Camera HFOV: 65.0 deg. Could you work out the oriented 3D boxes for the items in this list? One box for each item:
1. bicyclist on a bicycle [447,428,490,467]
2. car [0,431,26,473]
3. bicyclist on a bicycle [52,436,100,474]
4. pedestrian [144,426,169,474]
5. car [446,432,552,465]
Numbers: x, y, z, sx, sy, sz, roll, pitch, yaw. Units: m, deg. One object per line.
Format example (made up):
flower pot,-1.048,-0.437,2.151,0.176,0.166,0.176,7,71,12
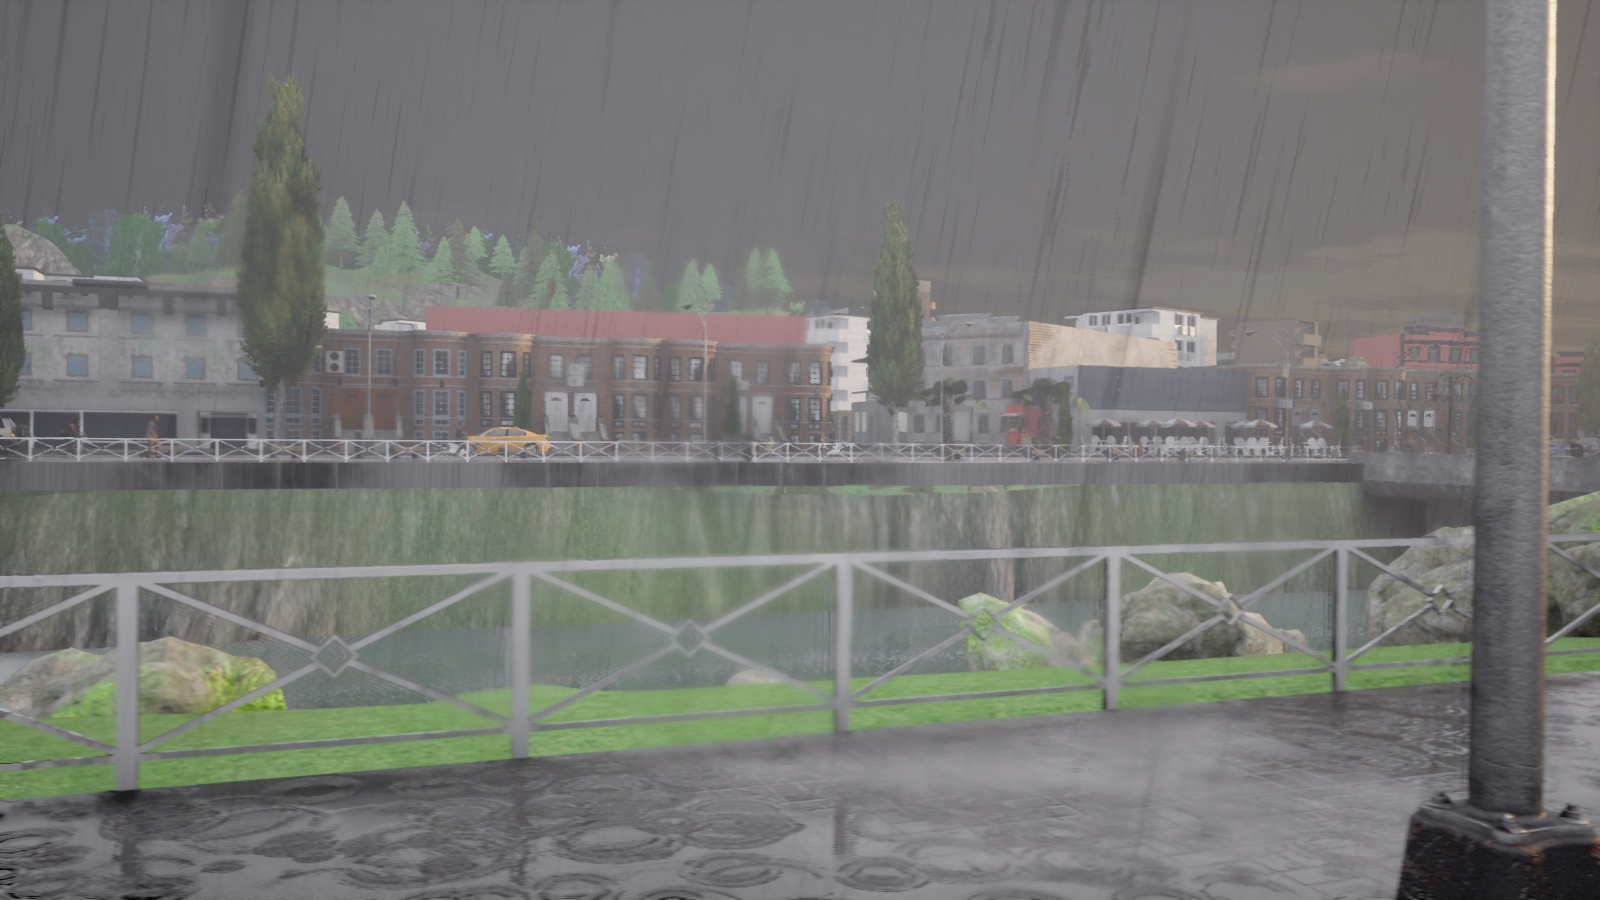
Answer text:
bicyclist on a bicycle,-15.703,-0.130,59.485,1.843,1.776,0.659,-1,1,-21
car,-37.151,0.112,55.612,4.605,1.855,1.932,-1,1,-21
bicyclist on a bicycle,-30.950,0.212,53.694,1.656,1.620,0.582,-1,1,-21
pedestrian,-25.026,-0.016,48.821,0.694,1.848,0.540,-1,1,-6
car,-15.321,-0.099,63.910,5.008,1.535,1.882,-1,1,-21
